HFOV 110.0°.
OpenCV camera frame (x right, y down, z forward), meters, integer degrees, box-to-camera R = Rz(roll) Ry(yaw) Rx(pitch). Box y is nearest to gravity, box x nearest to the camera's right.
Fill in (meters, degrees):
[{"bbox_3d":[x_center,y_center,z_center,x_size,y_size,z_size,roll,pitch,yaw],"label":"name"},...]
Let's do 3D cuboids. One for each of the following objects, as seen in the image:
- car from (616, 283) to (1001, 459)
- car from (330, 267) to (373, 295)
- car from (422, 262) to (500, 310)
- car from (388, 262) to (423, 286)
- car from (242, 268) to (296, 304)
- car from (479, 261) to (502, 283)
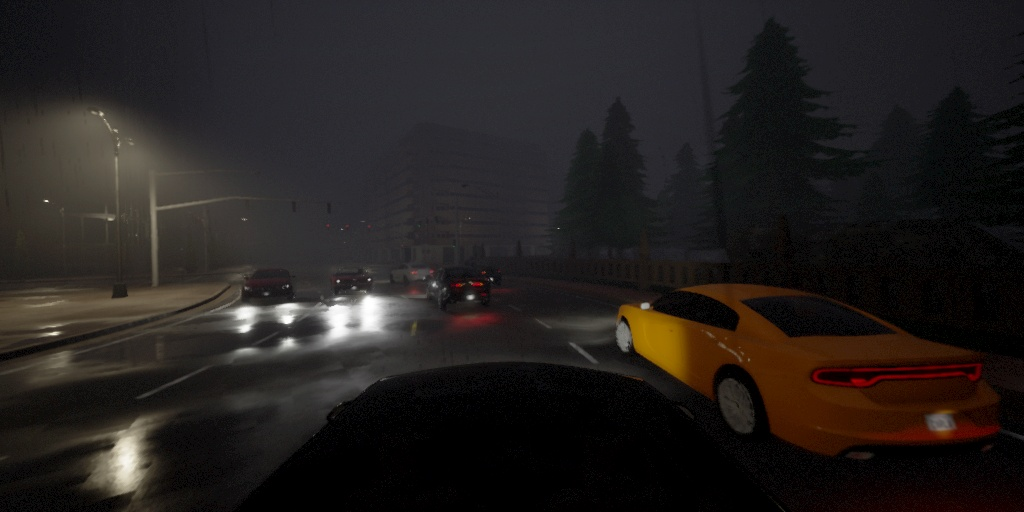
[{"bbox_3d":[3.174,1.136,5.295,1.882,1.535,5.008,-1,1,-5],"label":"car"},{"bbox_3d":[-9.029,1.308,20.027,1.895,1.301,4.718,-1,1,-29],"label":"car"},{"bbox_3d":[-2.244,1.157,14.364,1.837,1.490,4.892,-1,0,-21],"label":"car"},{"bbox_3d":[-6.774,1.150,24.230,1.812,1.442,4.674,-1,1,-36],"label":"car"},{"bbox_3d":[-11.311,1.304,16.926,1.812,1.442,4.674,-1,0,-29],"label":"car"},{"bbox_3d":[-2.283,1.074,22.299,1.837,1.490,4.892,-1,1,-28],"label":"car"}]
